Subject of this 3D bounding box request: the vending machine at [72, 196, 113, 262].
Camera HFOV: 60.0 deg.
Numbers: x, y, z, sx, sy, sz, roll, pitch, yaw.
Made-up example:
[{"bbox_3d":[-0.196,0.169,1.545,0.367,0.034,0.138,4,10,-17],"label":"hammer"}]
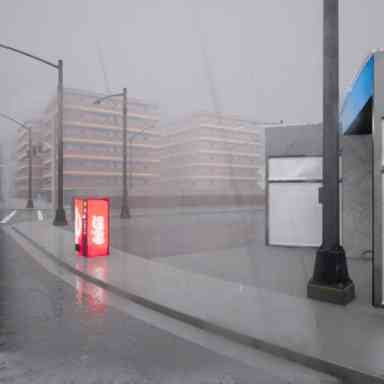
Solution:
[{"bbox_3d":[-3.388,1.195,11.293,1.100,2.100,0.880,0,0,-36],"label":"vending machine"}]
